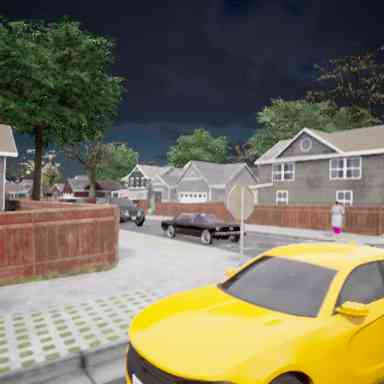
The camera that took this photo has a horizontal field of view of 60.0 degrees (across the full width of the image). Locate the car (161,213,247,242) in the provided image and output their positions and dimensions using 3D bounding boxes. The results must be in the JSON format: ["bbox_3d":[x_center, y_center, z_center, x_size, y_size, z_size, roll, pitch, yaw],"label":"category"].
[{"bbox_3d":[0.439,1.677,16.061,1.895,1.301,4.718,2,-2,-35],"label":"car"}]

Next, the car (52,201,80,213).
[{"bbox_3d":[-16.911,2.001,44.487,2.128,1.511,4.902,2,-2,-38],"label":"car"}]

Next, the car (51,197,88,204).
[{"bbox_3d":[-11.823,1.538,33.113,2.150,2.045,5.566,2,-2,-37],"label":"car"}]

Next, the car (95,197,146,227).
[{"bbox_3d":[-5.484,1.423,24.477,2.150,2.045,5.566,2,-2,-36],"label":"car"}]

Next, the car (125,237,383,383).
[{"bbox_3d":[1.622,1.465,4.345,5.008,1.535,1.882,0,-1,-32],"label":"car"}]

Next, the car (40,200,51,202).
[{"bbox_3d":[-18.006,1.764,41.230,2.097,1.767,4.553,2,-2,-38],"label":"car"}]

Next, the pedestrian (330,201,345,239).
[{"bbox_3d":[7.230,1.346,16.600,0.375,1.860,0.375,1,-1,-35],"label":"pedestrian"}]
